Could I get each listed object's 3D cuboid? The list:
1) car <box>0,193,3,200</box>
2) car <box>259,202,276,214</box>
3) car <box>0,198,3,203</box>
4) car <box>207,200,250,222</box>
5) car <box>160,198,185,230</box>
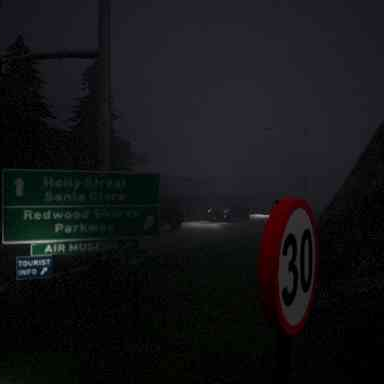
[{"bbox_3d":[-38.552,1.490,70.011,4.514,1.523,2.007,0,0,35],"label":"car"},{"bbox_3d":[9.086,1.756,36.945,1.994,1.385,4.181,0,0,36],"label":"car"},{"bbox_3d":[-12.364,1.505,26.061,1.905,1.878,3.866,0,0,35],"label":"car"},{"bbox_3d":[3.212,1.544,28.891,2.097,1.767,4.553,0,0,36],"label":"car"},{"bbox_3d":[-2.678,1.414,20.798,2.150,2.045,5.566,0,0,36],"label":"car"}]
